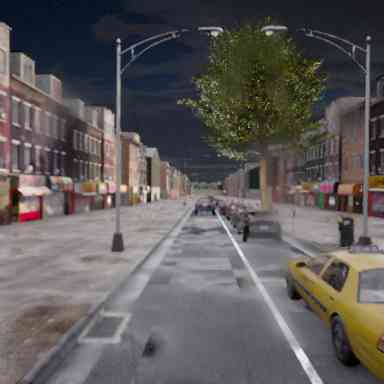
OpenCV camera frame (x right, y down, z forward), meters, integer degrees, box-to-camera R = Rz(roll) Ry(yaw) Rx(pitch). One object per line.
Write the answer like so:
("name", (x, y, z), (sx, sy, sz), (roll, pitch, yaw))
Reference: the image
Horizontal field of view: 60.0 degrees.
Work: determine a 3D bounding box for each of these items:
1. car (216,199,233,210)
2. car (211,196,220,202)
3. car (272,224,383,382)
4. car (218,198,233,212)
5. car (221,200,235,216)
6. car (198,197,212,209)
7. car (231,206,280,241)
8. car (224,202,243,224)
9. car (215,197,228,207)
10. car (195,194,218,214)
("car", (4.283, 1.602, 44.242), (2.008, 1.369, 4.403), (-1, 0, 2))
("car", (5.770, 1.680, 83.034), (2.008, 1.369, 4.403), (-1, 0, 2))
("car", (2.802, 1.548, 5.622), (1.752, 1.417, 4.829), (-1, 0, 2))
("car", (3.858, 1.581, 33.160), (1.887, 1.381, 4.507), (-1, 0, 2))
("car", (3.646, 1.614, 27.618), (1.802, 1.307, 4.206), (-1, 0, 2))
("car", (1.879, 1.514, 48.308), (1.882, 1.535, 5.008), (0, 0, 3))
("car", (3.221, 1.592, 16.535), (1.947, 1.339, 4.313), (-1, 0, 2))
("car", (3.433, 1.579, 22.077), (2.008, 1.369, 4.403), (-1, 0, 2))
("car", (4.794, 1.547, 54.239), (1.882, 1.535, 5.008), (0, 0, 2))
("car", (1.386, 1.370, 35.193), (2.097, 1.767, 4.553), (0, 0, 3))
